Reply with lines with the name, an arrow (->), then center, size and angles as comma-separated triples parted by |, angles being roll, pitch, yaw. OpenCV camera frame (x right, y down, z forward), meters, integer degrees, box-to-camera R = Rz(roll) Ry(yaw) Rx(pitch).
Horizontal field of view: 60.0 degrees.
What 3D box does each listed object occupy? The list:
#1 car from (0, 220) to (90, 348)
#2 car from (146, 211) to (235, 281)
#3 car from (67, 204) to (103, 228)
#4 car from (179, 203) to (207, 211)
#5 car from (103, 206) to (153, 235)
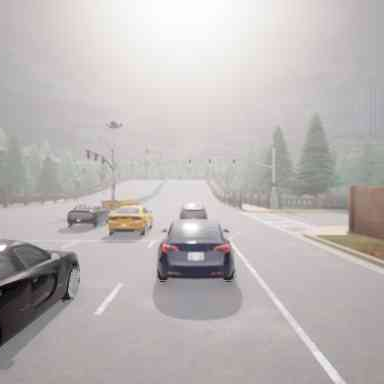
car -> -3.397, 1.487, 5.351 | 1.882, 1.535, 5.008 | 0, 0, 0
car -> 0.108, 1.521, 9.955 | 2.163, 1.488, 4.792 | 0, 0, 0
car -> -6.905, 1.531, 22.723 | 2.128, 1.511, 4.902 | 0, 0, 0
car -> 0.097, 1.534, 24.447 | 2.128, 1.511, 4.902 | 0, 0, 0
car -> -3.402, 1.511, 19.141 | 1.882, 1.535, 5.008 | 0, 0, 0
